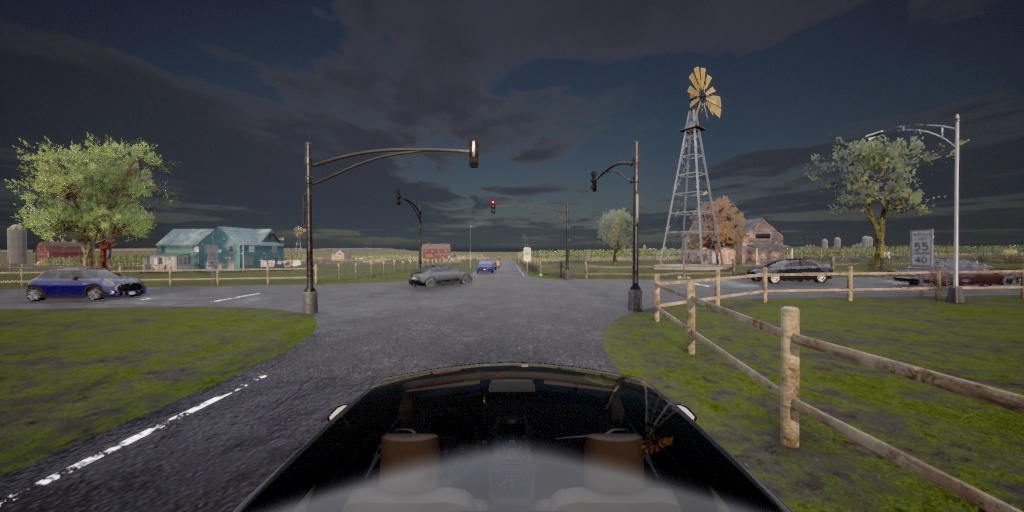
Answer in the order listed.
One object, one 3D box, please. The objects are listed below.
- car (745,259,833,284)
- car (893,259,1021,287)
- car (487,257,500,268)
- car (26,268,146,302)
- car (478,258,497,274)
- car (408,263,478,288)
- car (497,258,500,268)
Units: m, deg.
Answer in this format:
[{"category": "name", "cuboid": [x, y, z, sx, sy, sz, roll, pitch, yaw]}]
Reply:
[{"category": "car", "cuboid": [17.684, 0.956, 22.984, 4.892, 1.490, 1.837, -1, 1, 0]}, {"category": "car", "cuboid": [23.933, 0.985, 19.314, 5.357, 1.411, 2.033, -1, 1, 0]}, {"category": "car", "cuboid": [-3.170, 1.096, 61.920, 2.097, 1.767, 4.553, 0, 0, 0]}, {"category": "car", "cuboid": [-22.503, 1.415, 19.089, 4.553, 1.767, 2.097, -1, 1, 0]}, {"category": "car", "cuboid": [-3.051, 1.221, 41.982, 1.882, 1.535, 5.008, 0, 0, -1]}, {"category": "car", "cuboid": [-4.714, 1.304, 23.746, 4.181, 1.385, 1.994, -2, 1, -45]}, {"category": "car", "cuboid": [-3.123, 1.291, 51.886, 2.033, 1.411, 5.357, 0, 0, -1]}]
